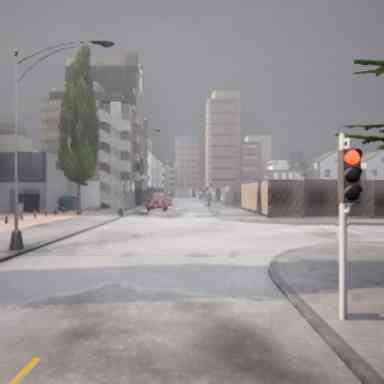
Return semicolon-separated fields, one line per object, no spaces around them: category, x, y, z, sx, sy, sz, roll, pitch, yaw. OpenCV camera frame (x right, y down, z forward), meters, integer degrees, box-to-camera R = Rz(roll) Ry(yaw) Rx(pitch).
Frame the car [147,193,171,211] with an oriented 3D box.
car;-4.039;1.175;39.778;2.150;2.045;5.566;0;0;0

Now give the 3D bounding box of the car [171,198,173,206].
car;-4.006;1.440;51.528;1.837;1.490;4.892;0;1;0
